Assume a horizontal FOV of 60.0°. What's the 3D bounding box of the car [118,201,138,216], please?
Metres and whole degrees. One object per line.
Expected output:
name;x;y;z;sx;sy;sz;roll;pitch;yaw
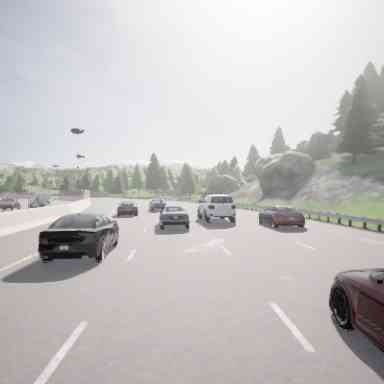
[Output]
car;-6.358;1.578;33.004;1.994;1.385;4.181;0;0;-10

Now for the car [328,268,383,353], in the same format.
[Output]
car;3.449;1.557;4.259;1.994;1.385;4.181;0;0;-1

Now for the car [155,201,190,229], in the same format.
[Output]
car;-1.227;1.551;21.926;2.033;1.411;5.357;0;0;-6

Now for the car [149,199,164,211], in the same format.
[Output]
car;-4.230;1.557;40.872;2.033;1.411;5.357;0;0;-12

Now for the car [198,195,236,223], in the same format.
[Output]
car;1.831;1.219;25.711;2.150;2.045;5.566;0;0;-7

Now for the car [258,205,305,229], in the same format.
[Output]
car;5.775;1.554;21.916;1.994;1.385;4.181;0;0;-6

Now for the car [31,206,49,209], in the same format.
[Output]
car;-18.592;1.478;40.853;2.128;1.511;4.902;0;0;-13

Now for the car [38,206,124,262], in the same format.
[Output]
car;-3.910;1.486;12.234;1.882;1.535;5.008;0;0;-4
